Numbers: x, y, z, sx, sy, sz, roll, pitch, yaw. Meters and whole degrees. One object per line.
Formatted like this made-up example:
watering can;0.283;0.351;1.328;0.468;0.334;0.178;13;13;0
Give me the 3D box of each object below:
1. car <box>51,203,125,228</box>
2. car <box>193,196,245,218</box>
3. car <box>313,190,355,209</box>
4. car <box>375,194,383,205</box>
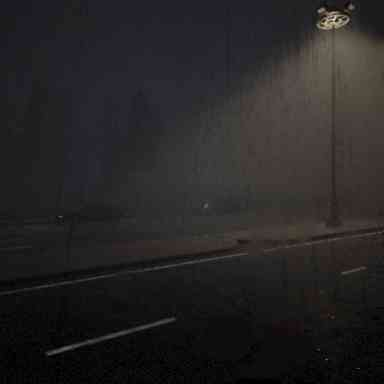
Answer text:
car;-6.703;1.437;21.835;4.674;1.442;1.812;-1;1;-35
car;2.275;1.134;27.912;4.553;1.767;2.097;-1;0;-34
car;15.934;0.809;37.275;5.566;2.045;2.150;-1;0;-34
car;26.286;0.929;44.371;4.902;1.511;2.128;-1;0;-34
